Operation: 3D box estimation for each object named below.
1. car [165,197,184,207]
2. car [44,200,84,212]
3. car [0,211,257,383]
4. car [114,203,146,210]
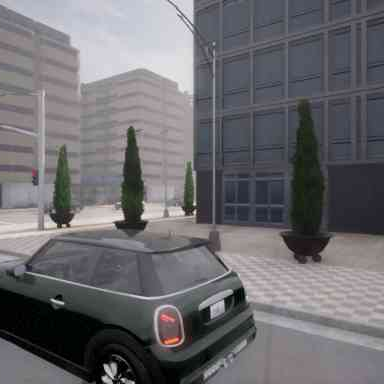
[{"bbox_3d":[-2.220,1.560,52.716,1.837,1.490,4.892,0,0,35],"label":"car"},{"bbox_3d":[-14.062,1.560,35.955,1.837,1.490,4.892,0,0,35],"label":"car"},{"bbox_3d":[-1.439,1.352,5.018,4.553,1.767,2.097,0,0,35],"label":"car"},{"bbox_3d":[-8.168,1.581,44.296,1.812,1.442,4.674,0,0,35],"label":"car"}]
